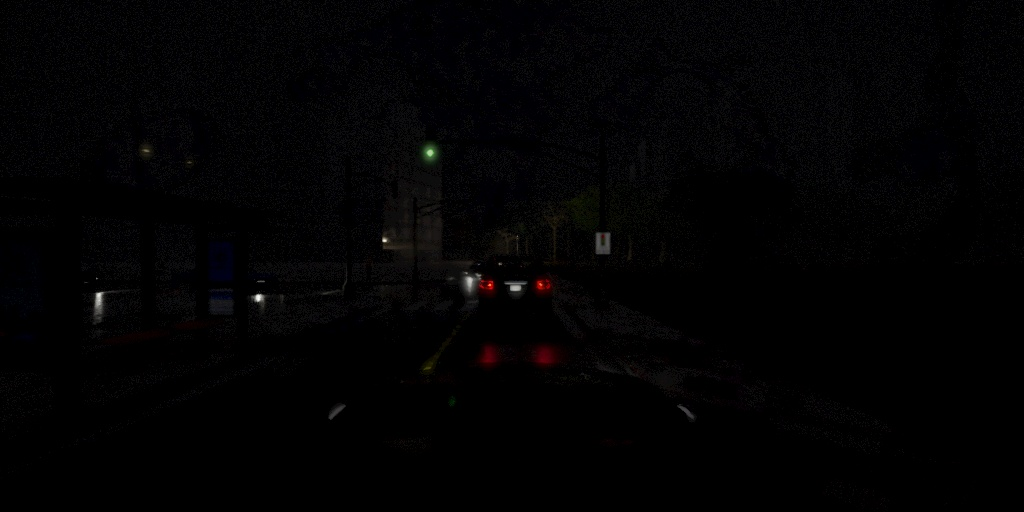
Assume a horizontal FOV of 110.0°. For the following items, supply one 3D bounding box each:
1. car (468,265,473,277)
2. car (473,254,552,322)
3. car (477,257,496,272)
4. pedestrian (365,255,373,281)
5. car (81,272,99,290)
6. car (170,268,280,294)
[{"bbox_3d":[-3.100,1.250,34.640,2.033,1.411,5.357,0,0,0],"label":"car"},{"bbox_3d":[0.100,0.960,12.358,2.150,2.045,5.566,0,0,0],"label":"car"},{"bbox_3d":[-3.090,1.036,44.509,2.097,1.767,4.553,0,0,0],"label":"car"},{"bbox_3d":[-10.085,0.802,25.217,0.375,1.860,0.375,0,0,1],"label":"pedestrian"},{"bbox_3d":[-25.355,1.177,19.369,4.892,1.490,1.837,0,1,1],"label":"car"},{"bbox_3d":[-15.169,1.179,19.115,5.008,1.535,1.882,0,1,0],"label":"car"}]
